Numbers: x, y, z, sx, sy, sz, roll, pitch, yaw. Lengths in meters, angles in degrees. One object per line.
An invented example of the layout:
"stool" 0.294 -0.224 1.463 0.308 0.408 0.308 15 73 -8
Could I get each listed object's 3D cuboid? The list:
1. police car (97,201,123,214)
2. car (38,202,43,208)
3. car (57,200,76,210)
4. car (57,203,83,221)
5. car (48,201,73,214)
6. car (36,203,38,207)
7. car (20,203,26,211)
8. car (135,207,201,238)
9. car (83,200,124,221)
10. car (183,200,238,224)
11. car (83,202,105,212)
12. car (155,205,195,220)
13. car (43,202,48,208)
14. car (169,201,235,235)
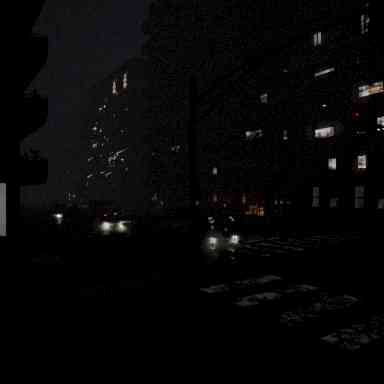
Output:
"police car" -12.286 2.256 49.510 1.930 1.638 5.238 0 -1 -36
"car" -35.055 3.049 80.068 1.887 1.381 4.507 -1 0 -36
"car" -25.085 2.523 66.314 2.192 1.841 5.009 -1 0 -36
"car" -11.848 2.163 33.857 1.887 1.381 4.507 -1 0 -36
"car" -18.921 2.402 48.179 1.837 1.490 4.892 0 -2 -35
"car" -38.376 3.167 84.655 1.947 1.339 4.313 -1 0 -36
"car" -31.801 2.769 61.365 1.887 1.381 4.507 -1 0 -36
"car" -1.773 1.833 19.966 1.752 1.417 4.829 -1 0 -36
"car" -9.047 1.814 34.431 2.150 2.045 5.566 0 -1 -36
"car" 1.517 1.713 29.640 2.192 1.841 5.009 -1 0 -36
"car" -16.326 2.432 55.091 1.882 1.535 5.008 0 -1 -36
"car" -1.802 2.045 34.223 1.887 1.381 4.507 -1 0 -36
"car" -31.729 2.972 75.483 1.947 1.339 4.313 -1 0 -36
"car" 0.635 1.644 21.090 2.097 1.767 4.553 0 -1 -36
